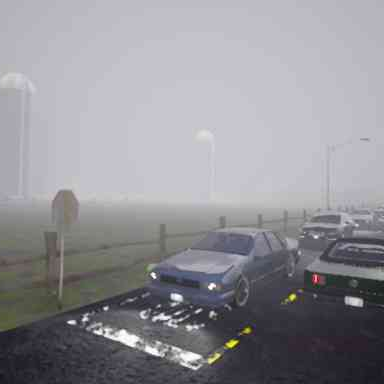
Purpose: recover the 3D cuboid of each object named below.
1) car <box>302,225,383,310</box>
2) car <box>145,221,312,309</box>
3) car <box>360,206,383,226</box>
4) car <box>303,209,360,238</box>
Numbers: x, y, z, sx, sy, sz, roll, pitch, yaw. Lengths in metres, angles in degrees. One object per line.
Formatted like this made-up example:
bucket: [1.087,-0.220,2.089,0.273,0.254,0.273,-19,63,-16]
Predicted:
car: [4.188,1.718,7.802,1.895,1.301,4.718,0,-1,35]
car: [1.216,1.654,8.512,2.033,1.411,5.357,0,-1,34]
car: [12.989,1.973,25.396,2.033,1.411,5.357,0,-1,34]
car: [6.844,1.763,16.586,1.837,1.490,4.892,0,-1,35]
